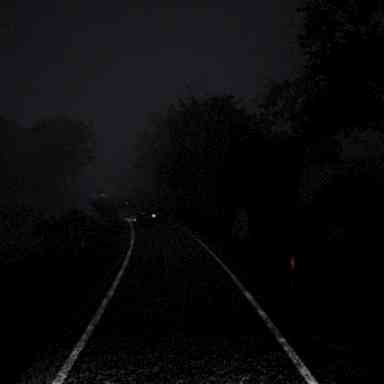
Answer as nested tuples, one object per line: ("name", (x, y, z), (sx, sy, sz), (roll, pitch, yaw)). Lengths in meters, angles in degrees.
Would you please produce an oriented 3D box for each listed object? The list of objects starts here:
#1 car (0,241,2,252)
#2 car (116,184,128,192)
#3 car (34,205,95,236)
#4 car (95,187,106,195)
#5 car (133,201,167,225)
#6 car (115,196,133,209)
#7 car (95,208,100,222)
("car", (-7.622, 1.780, 9.916), (2.002, 1.452, 4.674), (0, 0, 1))
("car", (-17.460, -1.054, 81.731), (2.150, 2.045, 5.566), (-1, 2, -10))
("car", (-7.879, 1.737, 20.447), (2.097, 1.535, 5.008), (-1, 0, -2))
("car", (-20.152, -0.365, 73.204), (2.097, 1.767, 4.553), (-1, 3, -11))
("car", (-2.967, 1.552, 24.009), (1.994, 1.385, 4.181), (-1, 0, -12))
("car", (-8.287, 1.234, 40.723), (1.994, 1.385, 4.181), (-1, 2, -21))
("car", (-8.529, 1.804, 26.557), (2.002, 1.452, 4.674), (1, 0, -7))
